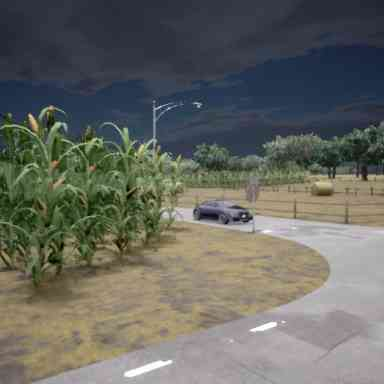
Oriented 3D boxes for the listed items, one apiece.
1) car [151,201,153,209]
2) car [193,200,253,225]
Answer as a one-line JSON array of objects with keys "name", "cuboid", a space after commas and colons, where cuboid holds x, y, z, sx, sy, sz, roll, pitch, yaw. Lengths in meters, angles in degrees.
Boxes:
[{"name": "car", "cuboid": [-5.028, 0.887, 30.607, 2.128, 1.511, 4.902, -1, 2, -35]}, {"name": "car", "cuboid": [1.857, 1.186, 20.936, 1.994, 1.385, 4.181, -1, 2, -35]}]
